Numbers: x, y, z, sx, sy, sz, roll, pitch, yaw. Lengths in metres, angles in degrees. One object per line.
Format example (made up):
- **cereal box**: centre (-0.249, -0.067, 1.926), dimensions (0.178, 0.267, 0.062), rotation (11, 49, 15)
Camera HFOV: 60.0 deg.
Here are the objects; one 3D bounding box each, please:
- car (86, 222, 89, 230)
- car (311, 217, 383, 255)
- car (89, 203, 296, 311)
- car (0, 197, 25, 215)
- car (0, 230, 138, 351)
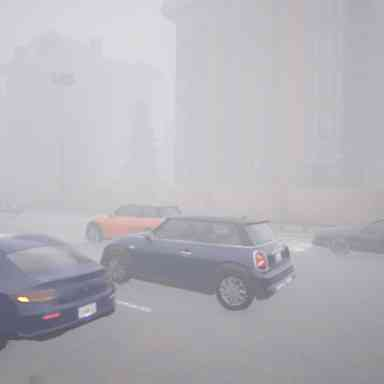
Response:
- **car**: centre (-2.229, 1.221, 13.526), dimensions (4.553, 1.767, 2.097), rotation (1, 0, 34)
- **car**: centre (7.086, 1.561, 11.550), dimensions (5.357, 1.411, 2.033), rotation (1, 1, 34)
- **car**: centre (-0.026, 1.295, 7.867), dimensions (4.553, 1.767, 2.097), rotation (1, 1, 34)
- **car**: centre (-15.535, 1.133, 26.543), dimensions (5.357, 1.411, 2.033), rotation (1, 1, 34)
- **car**: centre (-3.362, 1.437, 5.877), dimensions (4.674, 1.442, 1.812), rotation (1, 1, 34)
